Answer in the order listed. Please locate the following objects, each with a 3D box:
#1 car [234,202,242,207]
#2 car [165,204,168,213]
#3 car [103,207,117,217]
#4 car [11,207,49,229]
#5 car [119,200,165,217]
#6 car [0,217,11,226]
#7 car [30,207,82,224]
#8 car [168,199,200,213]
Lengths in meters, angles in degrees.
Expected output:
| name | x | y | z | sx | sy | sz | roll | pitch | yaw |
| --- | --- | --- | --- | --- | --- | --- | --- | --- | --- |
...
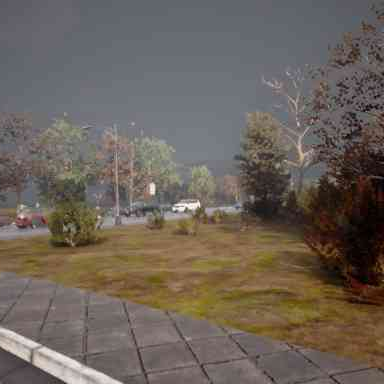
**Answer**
| name | x | y | z | sx | sy | sz | roll | pitch | yaw |
| --- | --- | --- | --- | --- | --- | --- | --- | --- | --- |
| car | 9.582 | 2.480 | 61.678 | 2.033 | 1.411 | 5.357 | -3 | -2 | 33 |
| car | -4.571 | 2.612 | 52.713 | 2.128 | 1.511 | 4.902 | -3 | -2 | 32 |
| car | -10.038 | 2.619 | 44.082 | 1.994 | 1.385 | 4.181 | -3 | -2 | 32 |
| car | -12.031 | 2.037 | 27.677 | 2.097 | 1.767 | 4.553 | -3 | -2 | 34 |
| car | -6.468 | 2.128 | 43.213 | 2.150 | 2.045 | 5.566 | -3 | -2 | 32 |
| car | -17.333 | 2.391 | 26.337 | 2.033 | 1.411 | 5.357 | -3 | -2 | 34 |
| car | -14.853 | 2.510 | 36.486 | 2.128 | 1.511 | 4.902 | -3 | -2 | 33 |
| car | -0.787 | 2.197 | 52.165 | 2.150 | 2.045 | 5.566 | -3 | -2 | 33 |
